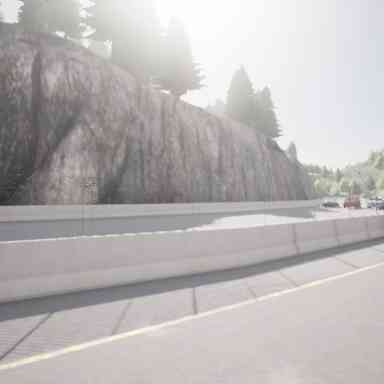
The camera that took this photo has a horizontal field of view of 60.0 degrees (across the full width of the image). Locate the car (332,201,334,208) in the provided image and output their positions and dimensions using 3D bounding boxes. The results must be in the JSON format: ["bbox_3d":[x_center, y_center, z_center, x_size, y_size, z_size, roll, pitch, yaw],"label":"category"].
[{"bbox_3d":[24.926,2.205,59.434,1.895,1.301,4.718,0,0,35],"label":"car"}]
